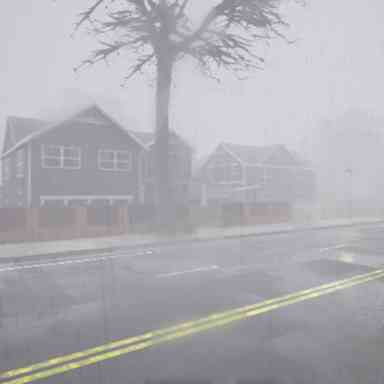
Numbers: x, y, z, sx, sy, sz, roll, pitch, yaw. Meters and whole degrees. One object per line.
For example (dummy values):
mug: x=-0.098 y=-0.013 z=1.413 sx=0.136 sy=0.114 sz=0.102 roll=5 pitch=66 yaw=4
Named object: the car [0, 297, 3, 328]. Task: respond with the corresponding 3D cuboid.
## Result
car: x=-4.816 y=1.559 z=4.243 sx=4.181 sy=1.385 sz=1.994 roll=0 pitch=0 yaw=-35
